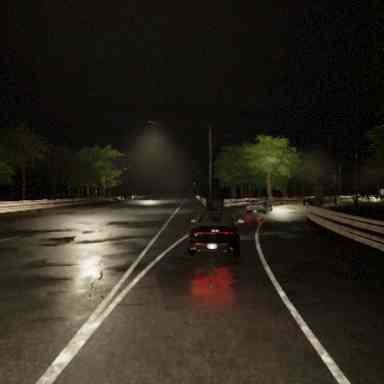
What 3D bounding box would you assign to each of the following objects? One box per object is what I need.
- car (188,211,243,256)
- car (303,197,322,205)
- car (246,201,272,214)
[{"bbox_3d":[0.987,1.514,13.226,1.837,1.490,4.892,0,0,8],"label":"car"},{"bbox_3d":[20.478,1.508,56.221,2.128,1.511,4.902,0,0,41],"label":"car"},{"bbox_3d":[7.177,1.623,35.061,1.895,1.301,4.718,0,0,24],"label":"car"}]
